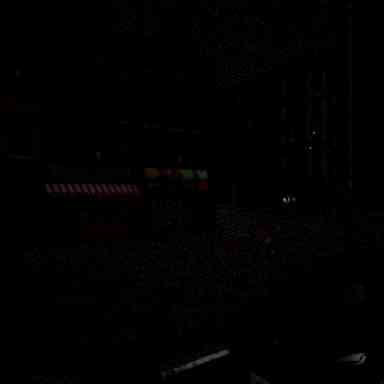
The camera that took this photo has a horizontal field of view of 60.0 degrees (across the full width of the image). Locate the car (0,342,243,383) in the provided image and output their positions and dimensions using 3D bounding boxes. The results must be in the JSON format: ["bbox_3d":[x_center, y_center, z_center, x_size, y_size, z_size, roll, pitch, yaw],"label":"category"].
[{"bbox_3d":[-1.954,1.582,1.418,4.206,1.307,1.802,0,0,-35],"label":"car"}]

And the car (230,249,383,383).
[{"bbox_3d":[2.485,1.567,4.583,4.313,1.339,1.947,0,0,-35],"label":"car"}]
